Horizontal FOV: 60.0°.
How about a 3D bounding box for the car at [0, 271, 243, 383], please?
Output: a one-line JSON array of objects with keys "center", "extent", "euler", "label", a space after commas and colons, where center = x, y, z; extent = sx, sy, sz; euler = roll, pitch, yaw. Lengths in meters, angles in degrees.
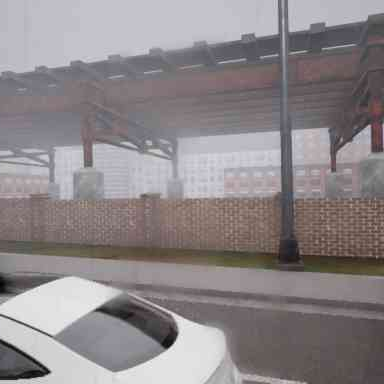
[{"center": [-1.900, 1.526, 3.046], "extent": [4.674, 1.442, 1.812], "euler": [0, 0, 16], "label": "car"}]
